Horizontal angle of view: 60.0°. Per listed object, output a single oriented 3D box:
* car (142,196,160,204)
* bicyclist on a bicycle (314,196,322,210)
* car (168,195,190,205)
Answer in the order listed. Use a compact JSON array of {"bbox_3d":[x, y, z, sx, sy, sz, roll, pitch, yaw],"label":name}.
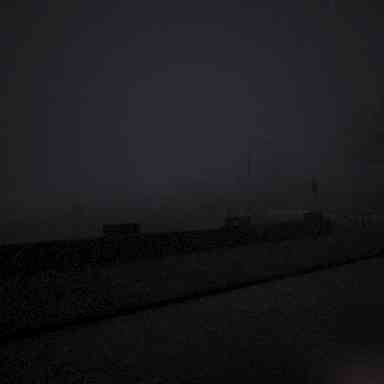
[{"bbox_3d":[-8.175,1.478,65.455,1.882,1.535,5.008,0,0,-36],"label":"car"},{"bbox_3d":[15.190,1.349,40.104,1.656,1.620,0.582,0,0,-36],"label":"bicyclist on a bicycle"},{"bbox_3d":[-2.302,1.352,57.303,2.097,1.767,4.553,0,0,-35],"label":"car"}]
